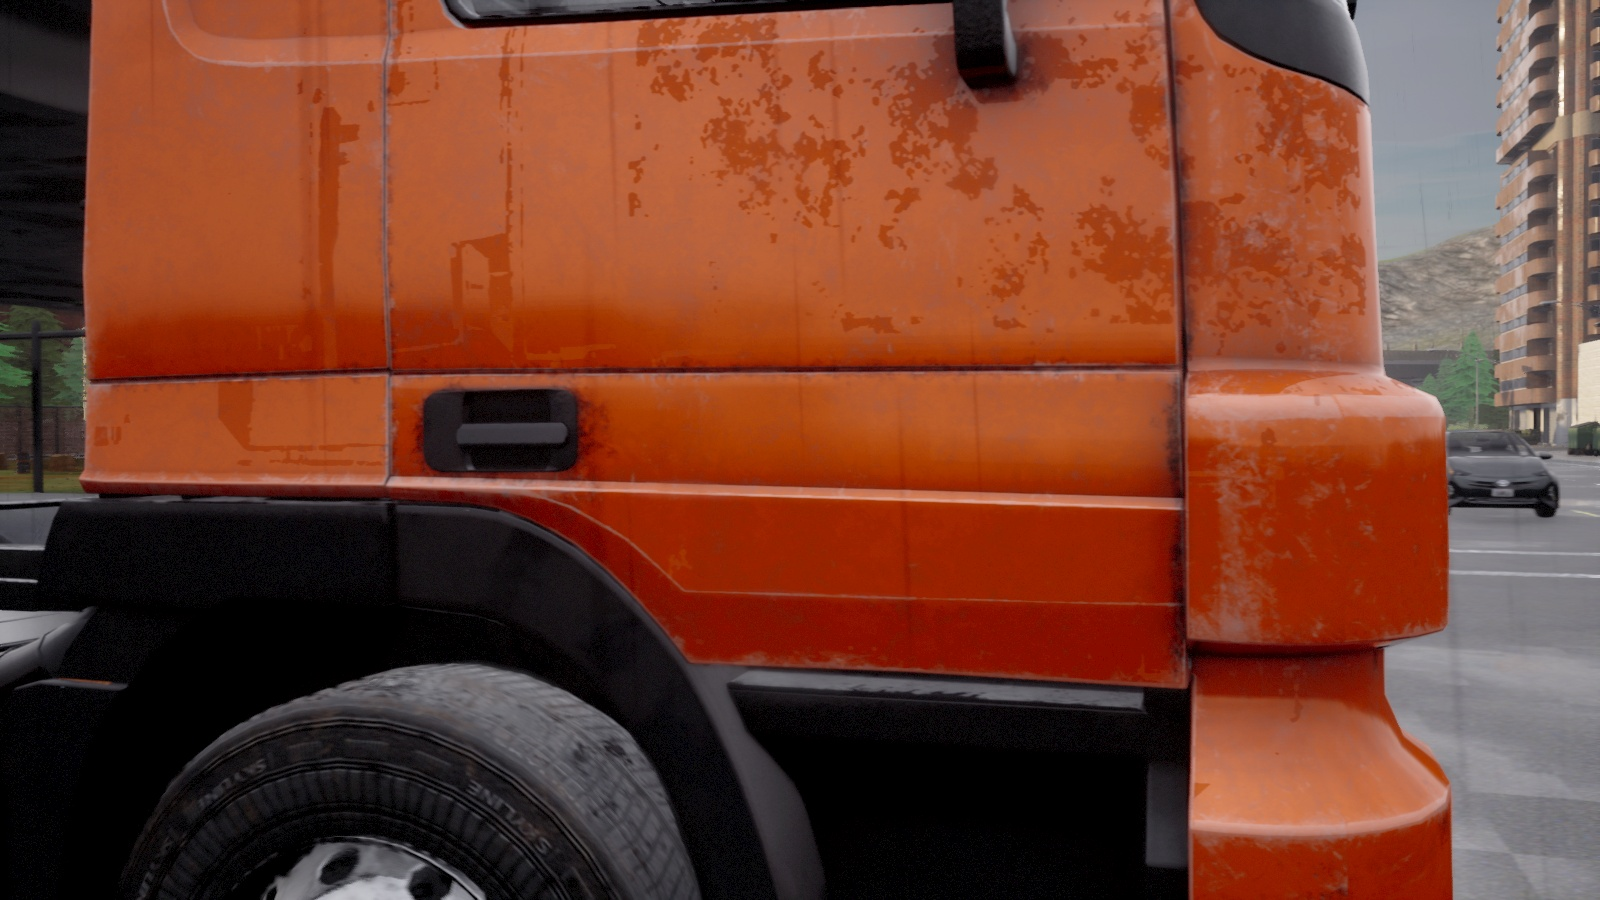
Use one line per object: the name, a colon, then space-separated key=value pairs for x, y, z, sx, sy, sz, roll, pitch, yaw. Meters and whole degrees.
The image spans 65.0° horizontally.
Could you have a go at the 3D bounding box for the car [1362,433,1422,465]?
car: x=29.586 y=-0.099 z=62.890 sx=2.128 sy=1.511 sz=4.902 roll=0 pitch=1 yaw=19

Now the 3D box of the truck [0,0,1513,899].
truck: x=-2.493 y=-0.216 z=4.069 sx=7.936 sy=3.462 sz=2.891 roll=0 pitch=1 yaw=18

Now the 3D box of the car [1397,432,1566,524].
car: x=12.478 y=0.435 z=23.296 sx=2.007 sy=1.525 sz=4.514 roll=0 pitch=1 yaw=19
